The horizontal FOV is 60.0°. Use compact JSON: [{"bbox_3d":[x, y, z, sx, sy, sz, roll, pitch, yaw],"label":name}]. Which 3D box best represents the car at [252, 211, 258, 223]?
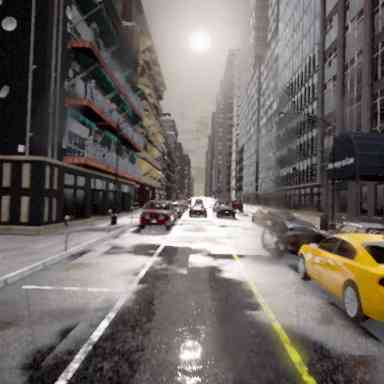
[{"bbox_3d":[6.214,2.054,28.612,1.752,1.417,4.829,3,-1,1],"label":"car"}]

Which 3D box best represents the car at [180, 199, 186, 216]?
[{"bbox_3d":[-2.037,1.787,34.278,1.967,1.590,4.097,3,-1,1],"label":"car"}]

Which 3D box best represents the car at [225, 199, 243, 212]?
[{"bbox_3d":[6.711,2.121,51.042,2.192,1.841,5.009,3,-1,1],"label":"car"}]

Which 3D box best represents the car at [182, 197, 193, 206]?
[{"bbox_3d":[-1.049,2.209,79.477,2.192,1.841,5.009,3,-1,1],"label":"car"}]

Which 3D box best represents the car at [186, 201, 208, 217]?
[{"bbox_3d":[0.687,2.021,36.720,1.994,1.385,4.181,2,-1,1],"label":"car"}]

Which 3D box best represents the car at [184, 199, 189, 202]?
[{"bbox_3d":[-1.797,2.052,45.577,1.947,1.339,4.313,3,-1,1],"label":"car"}]

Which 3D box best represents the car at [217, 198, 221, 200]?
[{"bbox_3d":[7.442,2.651,84.938,1.967,1.590,4.097,3,-1,1],"label":"car"}]

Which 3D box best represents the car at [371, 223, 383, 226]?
[{"bbox_3d":[5.846,1.756,11.492,1.967,1.590,4.097,3,-1,1],"label":"car"}]

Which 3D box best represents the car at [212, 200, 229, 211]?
[{"bbox_3d":[3.962,2.304,49.329,1.895,1.301,4.718,2,-1,1],"label":"car"}]

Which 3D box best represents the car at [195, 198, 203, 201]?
[{"bbox_3d":[1.764,2.402,85.937,2.097,1.767,4.553,2,-1,1],"label":"car"}]

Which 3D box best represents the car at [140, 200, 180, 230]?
[{"bbox_3d":[-2.277,1.522,22.981,2.192,1.841,5.009,3,-1,1],"label":"car"}]

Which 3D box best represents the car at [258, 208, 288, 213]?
[{"bbox_3d":[6.086,2.023,22.791,1.947,1.339,4.313,3,-1,1],"label":"car"}]

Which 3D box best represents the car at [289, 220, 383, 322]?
[{"bbox_3d":[3.960,1.692,7.692,1.882,1.535,5.008,2,-1,1],"label":"car"}]

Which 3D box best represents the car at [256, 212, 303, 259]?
[{"bbox_3d":[4.088,1.815,13.690,1.812,1.442,4.674,2,-1,1],"label":"car"}]

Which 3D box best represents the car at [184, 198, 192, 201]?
[{"bbox_3d":[-1.551,2.169,56.877,1.887,1.381,4.507,3,-1,1],"label":"car"}]

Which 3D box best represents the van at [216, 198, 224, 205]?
[{"bbox_3d":[7.570,2.619,90.590,1.690,1.788,3.998,3,-1,1],"label":"van"}]

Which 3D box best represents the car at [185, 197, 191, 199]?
[{"bbox_3d":[-1.431,2.215,62.356,1.752,1.417,4.829,3,-1,1],"label":"car"}]

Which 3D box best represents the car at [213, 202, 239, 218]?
[{"bbox_3d":[3.735,2.118,37.176,1.994,1.385,4.181,2,-1,1],"label":"car"}]
